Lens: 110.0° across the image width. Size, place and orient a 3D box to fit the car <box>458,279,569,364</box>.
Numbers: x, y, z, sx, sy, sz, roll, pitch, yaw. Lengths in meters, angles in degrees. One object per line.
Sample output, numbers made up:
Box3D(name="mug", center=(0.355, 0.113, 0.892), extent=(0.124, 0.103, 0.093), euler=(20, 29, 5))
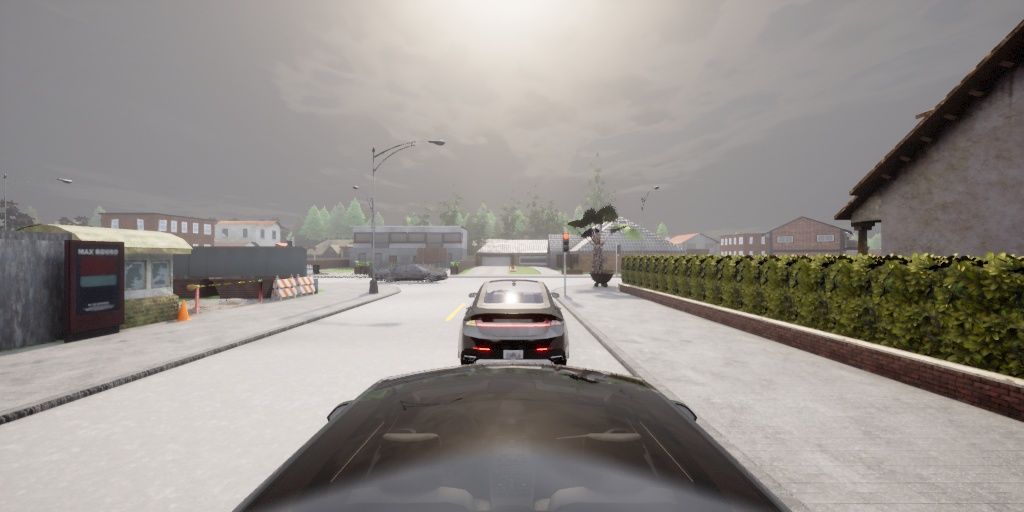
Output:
Box3D(name="car", center=(0.042, 1.242, 7.724), extent=(2.128, 1.511, 4.902), euler=(0, 0, 1))

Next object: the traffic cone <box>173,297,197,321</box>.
Box3D(name="traffic cone", center=(-9.672, 1.598, 10.550), extent=(0.344, 0.586, 0.344), euler=(0, 0, 0))

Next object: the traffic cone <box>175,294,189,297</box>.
Box3D(name="traffic cone", center=(-10.392, 1.568, 11.070), extent=(0.344, 0.586, 0.344), euler=(0, 0, 0))

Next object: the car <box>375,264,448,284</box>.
Box3D(name="car", center=(-7.545, 1.298, 26.769), extent=(5.357, 1.411, 2.033), euler=(0, 0, 0))
